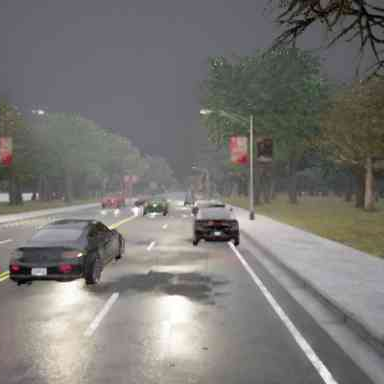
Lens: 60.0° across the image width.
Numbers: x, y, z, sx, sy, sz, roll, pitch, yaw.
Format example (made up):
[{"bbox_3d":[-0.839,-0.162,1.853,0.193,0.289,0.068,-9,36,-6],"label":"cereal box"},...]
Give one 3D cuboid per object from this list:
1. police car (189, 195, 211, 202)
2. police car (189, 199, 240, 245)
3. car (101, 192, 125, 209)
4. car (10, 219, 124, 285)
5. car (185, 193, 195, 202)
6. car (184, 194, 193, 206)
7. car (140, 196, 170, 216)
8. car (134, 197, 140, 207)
[{"bbox_3d":[0.917,1.291,25.058,1.930,1.638,5.238,0,0,0],"label":"police car"},{"bbox_3d":[0.954,1.337,15.046,1.930,1.638,5.238,0,0,0],"label":"police car"},{"bbox_3d":[-10.016,1.021,42.673,2.150,2.045,5.566,0,0,0],"label":"car"},{"bbox_3d":[-3.159,1.470,9.173,1.812,1.442,4.674,0,0,0],"label":"car"},{"bbox_3d":[-0.412,1.099,66.577,2.097,1.767,4.553,0,0,-1],"label":"car"},{"bbox_3d":[-0.238,1.339,50.822,1.994,1.385,4.181,0,0,0],"label":"car"},{"bbox_3d":[-3.242,1.194,31.025,2.097,1.767,4.553,0,0,0],"label":"car"},{"bbox_3d":[-6.790,1.389,46.069,1.895,1.301,4.718,0,0,0],"label":"car"}]
